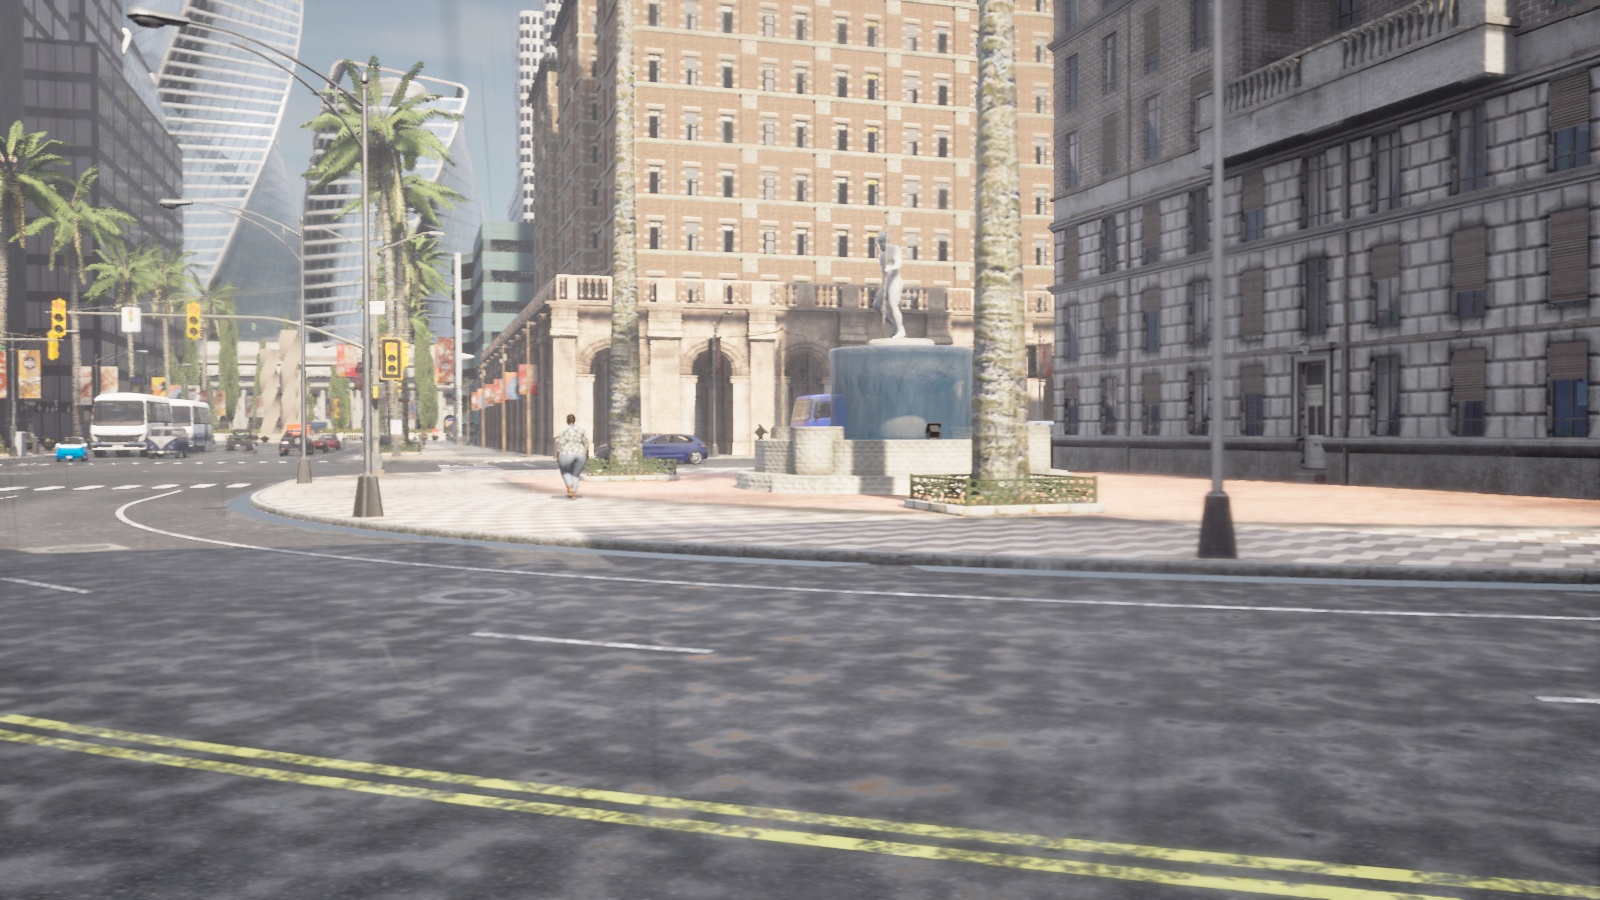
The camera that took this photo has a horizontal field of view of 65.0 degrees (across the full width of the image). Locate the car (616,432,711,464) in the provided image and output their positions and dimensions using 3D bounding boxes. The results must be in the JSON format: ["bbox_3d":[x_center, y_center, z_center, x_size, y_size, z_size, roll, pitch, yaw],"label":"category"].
[{"bbox_3d":[-6.459,-0.088,59.411,4.193,1.474,1.816,0,1,-17],"label":"car"}]

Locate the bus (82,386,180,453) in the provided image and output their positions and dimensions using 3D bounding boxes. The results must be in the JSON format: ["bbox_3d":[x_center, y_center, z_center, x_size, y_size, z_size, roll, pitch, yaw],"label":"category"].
[{"bbox_3d":[-44.847,-2.015,84.579,3.944,4.253,10.273,0,1,-17],"label":"bus"}]

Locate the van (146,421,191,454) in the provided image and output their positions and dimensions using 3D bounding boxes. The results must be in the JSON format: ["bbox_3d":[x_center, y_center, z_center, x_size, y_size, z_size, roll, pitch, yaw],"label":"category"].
[{"bbox_3d":[-39.270,-0.767,78.209,1.775,1.987,4.442,0,1,-17],"label":"van"}]

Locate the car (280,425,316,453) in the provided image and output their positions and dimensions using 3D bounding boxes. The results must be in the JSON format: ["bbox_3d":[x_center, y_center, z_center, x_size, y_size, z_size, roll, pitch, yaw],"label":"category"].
[{"bbox_3d":[-34.181,-0.795,85.587,1.932,1.855,4.605,0,1,-17],"label":"car"}]

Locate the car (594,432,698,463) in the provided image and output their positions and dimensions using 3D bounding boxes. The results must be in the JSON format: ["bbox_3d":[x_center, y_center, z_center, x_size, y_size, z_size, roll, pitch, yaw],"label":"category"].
[{"bbox_3d":[-7.691,-0.152,62.712,4.892,1.490,1.837,0,1,-17],"label":"car"}]

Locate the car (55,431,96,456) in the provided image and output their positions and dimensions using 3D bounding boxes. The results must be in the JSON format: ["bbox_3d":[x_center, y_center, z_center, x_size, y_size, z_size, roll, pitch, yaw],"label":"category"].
[{"bbox_3d":[-40.529,-0.349,70.278,1.481,1.376,2.207,0,1,-17],"label":"car"}]

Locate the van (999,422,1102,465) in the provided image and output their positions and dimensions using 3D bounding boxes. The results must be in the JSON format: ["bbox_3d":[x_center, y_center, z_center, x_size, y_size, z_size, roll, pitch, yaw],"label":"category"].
[{"bbox_3d":[12.233,-0.334,61.455,4.480,2.038,2.069,0,1,-17],"label":"van"}]

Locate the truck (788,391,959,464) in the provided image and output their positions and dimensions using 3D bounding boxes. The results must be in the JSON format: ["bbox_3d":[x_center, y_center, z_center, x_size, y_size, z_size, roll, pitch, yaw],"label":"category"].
[{"bbox_3d":[3.634,-1.090,62.456,7.936,3.462,2.891,0,1,-16],"label":"truck"}]

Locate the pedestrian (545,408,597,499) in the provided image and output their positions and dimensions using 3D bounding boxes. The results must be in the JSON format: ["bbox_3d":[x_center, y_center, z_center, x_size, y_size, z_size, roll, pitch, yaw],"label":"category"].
[{"bbox_3d":[-4.773,0.067,26.142,0.874,1.855,0.900,0,1,-25],"label":"pedestrian"}]
